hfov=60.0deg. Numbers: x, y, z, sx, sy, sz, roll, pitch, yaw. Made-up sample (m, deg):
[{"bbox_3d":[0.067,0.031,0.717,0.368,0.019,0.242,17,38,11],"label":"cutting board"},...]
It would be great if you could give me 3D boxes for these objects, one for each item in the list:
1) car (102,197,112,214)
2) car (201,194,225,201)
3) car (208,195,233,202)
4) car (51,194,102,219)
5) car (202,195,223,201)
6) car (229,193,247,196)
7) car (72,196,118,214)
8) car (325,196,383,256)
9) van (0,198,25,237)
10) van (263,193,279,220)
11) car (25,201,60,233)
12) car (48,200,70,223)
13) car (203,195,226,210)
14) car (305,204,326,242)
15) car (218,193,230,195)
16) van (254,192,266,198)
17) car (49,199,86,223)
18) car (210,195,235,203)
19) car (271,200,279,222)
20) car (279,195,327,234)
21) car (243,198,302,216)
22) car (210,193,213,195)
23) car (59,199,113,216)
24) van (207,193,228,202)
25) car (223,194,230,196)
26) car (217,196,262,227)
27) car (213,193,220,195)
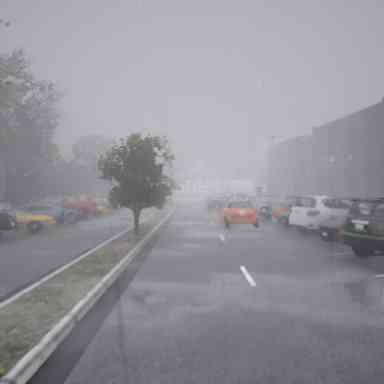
[{"bbox_3d":[-10.336,1.475,30.128,5.366,1.575,1.946,-1,0,-20],"label":"car"},{"bbox_3d":[5.089,1.386,80.579,5.366,1.575,1.946,1,0,-26],"label":"car"},{"bbox_3d":[6.064,1.403,71.634,4.892,1.521,2.231,1,0,-25],"label":"car"},{"bbox_3d":[-10.520,1.232,27.074,5.566,2.045,2.435,-1,0,-20],"label":"car"},{"bbox_3d":[5.138,1.423,83.639,4.792,1.488,2.163,1,0,-26],"label":"car"},{"bbox_3d":[7.536,1.313,41.461,4.553,1.767,2.185,1,0,-22],"label":"car"},{"bbox_3d":[-10.544,1.350,36.006,4.553,1.767,2.185,-1,0,-21],"label":"car"},{"bbox_3d":[7.766,1.220,11.364,5.566,2.045,2.435,1,0,-20],"label":"car"},{"bbox_3d":[-10.354,1.265,15.228,4.442,1.987,1.878,-1,0,-20],"label":"van"},{"bbox_3d":[7.615,1.232,23.328,4.442,1.987,1.878,1,0,-20],"label":"van"},{"bbox_3d":[-10.291,1.484,18.226,5.366,1.575,1.946,-1,0,-20],"label":"car"},{"bbox_3d":[-10.499,1.517,21.123,4.792,1.488,2.163,-1,0,-20],"label":"car"},{"bbox_3d":[2.847,1.463,42.576,1.837,1.490,4.892,0,0,-1],"label":"car"},{"bbox_3d":[7.737,1.468,14.354,5.008,1.535,2.097,1,0,-20],"label":"car"},{"bbox_3d":[7.181,1.424,53.541,5.008,1.535,2.097,1,0,-23],"label":"car"},{"bbox_3d":[7.594,1.226,29.353,4.442,1.987,1.878,1,0,-20],"label":"van"},{"bbox_3d":[-10.455,1.514,24.126,4.792,1.488,2.163,-1,0,-20],"label":"car"},{"bbox_3d":[6.283,1.445,68.624,4.674,1.452,2.002,1,0,-24],"label":"car"},{"bbox_3d":[7.728,1.463,20.364,5.008,1.535,2.097,1,0,-20],"label":"car"},{"bbox_3d":[7.757,1.215,17.373,5.566,2.045,2.435,1,0,-20],"label":"car"},{"bbox_3d":[7.853,1.449,32.481,5.366,1.575,1.946,1,0,-21],"label":"car"},{"bbox_3d":[6.503,1.449,65.607,4.674,1.452,2.002,1,0,-24],"label":"car"},{"bbox_3d":[-10.529,1.479,33.028,4.892,1.521,2.231,-1,0,-20],"label":"car"},{"bbox_3d":[5.707,1.171,74.592,4.442,1.987,1.878,1,0,-25],"label":"van"},{"bbox_3d":[7.397,1.431,47.507,5.008,1.535,2.097,1,0,-22],"label":"car"},{"bbox_3d":[3.059,1.330,22.433,2.097,1.767,4.553,0,0,0],"label":"car"},{"bbox_3d":[7.013,1.168,56.544,5.566,2.045,2.435,1,0,-23],"label":"car"}]
